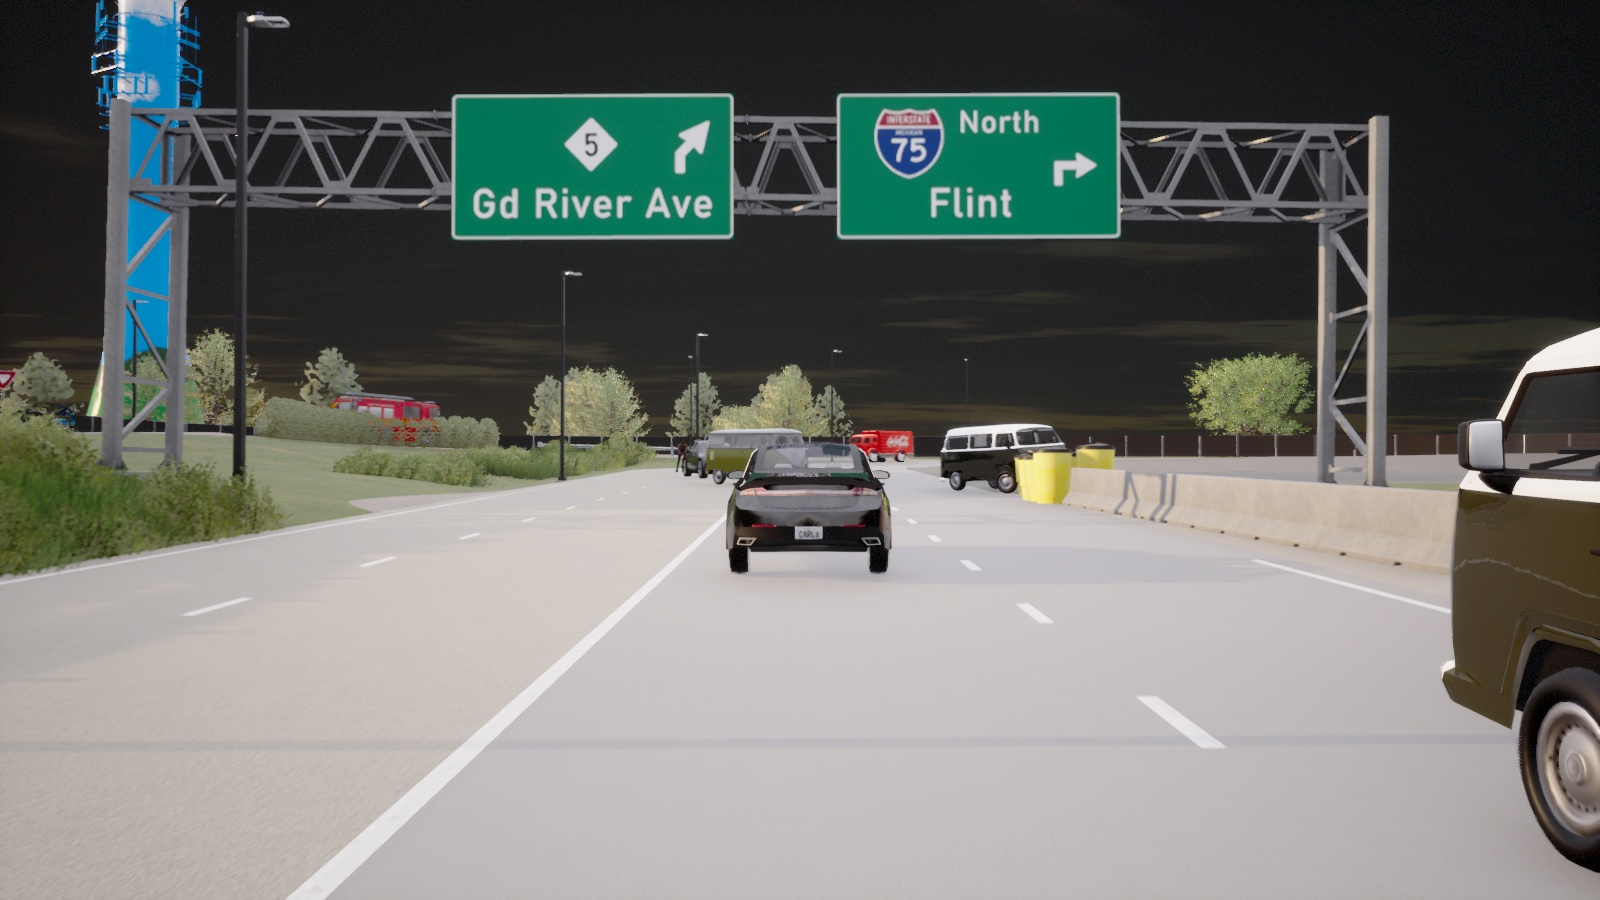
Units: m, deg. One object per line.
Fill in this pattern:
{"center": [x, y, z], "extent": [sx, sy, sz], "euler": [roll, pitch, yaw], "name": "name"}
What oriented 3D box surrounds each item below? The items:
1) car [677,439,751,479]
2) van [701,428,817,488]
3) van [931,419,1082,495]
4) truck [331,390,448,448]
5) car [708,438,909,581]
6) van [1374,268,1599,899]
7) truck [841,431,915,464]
{"center": [-3.738, 0.355, 53.774], "extent": [2.033, 1.649, 4.856], "euler": [0, 0, -18], "name": "car"}
{"center": [-1.498, 0.244, 43.926], "extent": [1.775, 1.987, 4.442], "euler": [0, 0, -38], "name": "van"}
{"center": [6.151, 0.254, 37.916], "extent": [2.069, 2.038, 4.480], "euler": [-4, 0, -29], "name": "van"}
{"center": [-30.729, -2.234, 94.433], "extent": [2.891, 3.827, 8.468], "euler": [1, -2, 31], "name": "truck"}
{"center": [0.106, 0.614, 15.741], "extent": [2.128, 1.511, 4.902], "euler": [0, 0, 0], "name": "car"}
{"center": [3.534, 0.456, 3.246], "extent": [2.069, 2.038, 4.480], "euler": [0, 0, 0], "name": "van"}
{"center": [6.015, -0.237, 96.678], "extent": [5.204, 2.467, 2.627], "euler": [-1, 1, -38], "name": "truck"}
